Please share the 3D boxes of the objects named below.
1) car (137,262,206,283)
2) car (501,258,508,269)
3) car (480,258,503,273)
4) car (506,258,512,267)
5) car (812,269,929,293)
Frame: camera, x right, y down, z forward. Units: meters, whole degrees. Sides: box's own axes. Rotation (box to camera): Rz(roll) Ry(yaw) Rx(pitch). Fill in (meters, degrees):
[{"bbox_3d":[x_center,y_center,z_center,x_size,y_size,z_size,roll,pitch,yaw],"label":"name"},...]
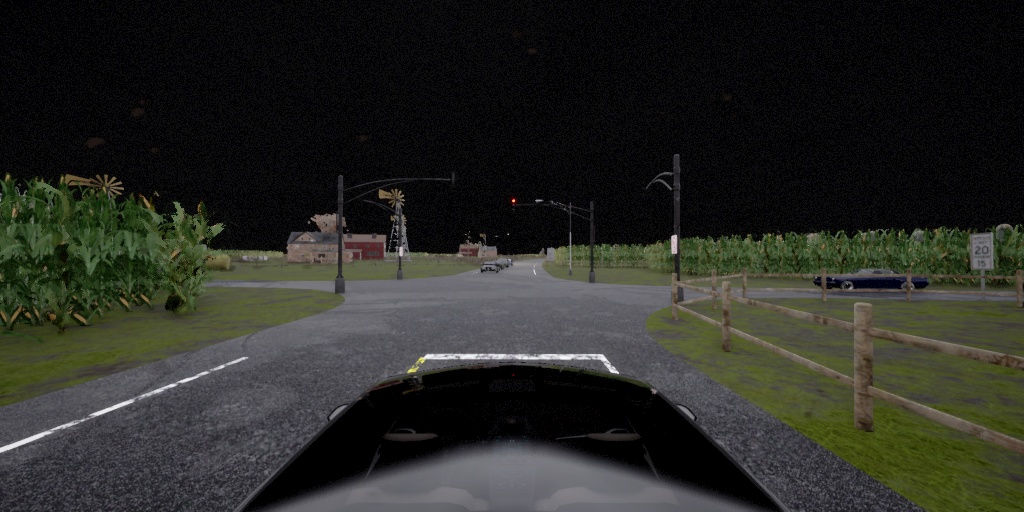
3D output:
[{"bbox_3d":[-24.174,1.195,25.354,4.902,1.511,2.128,0,-1,10],"label":"car"},{"bbox_3d":[-2.141,1.341,52.289,1.895,1.301,4.718,0,0,3],"label":"car"},{"bbox_3d":[-2.604,1.310,43.056,1.994,1.385,4.181,0,0,3],"label":"car"},{"bbox_3d":[-1.575,1.085,61.369,2.097,1.767,4.553,0,0,4],"label":"car"},{"bbox_3d":[20.394,1.401,20.634,4.718,1.301,1.895,0,-1,9],"label":"car"}]
